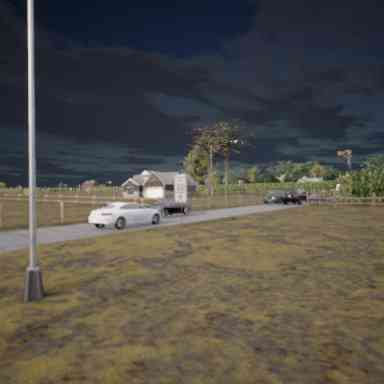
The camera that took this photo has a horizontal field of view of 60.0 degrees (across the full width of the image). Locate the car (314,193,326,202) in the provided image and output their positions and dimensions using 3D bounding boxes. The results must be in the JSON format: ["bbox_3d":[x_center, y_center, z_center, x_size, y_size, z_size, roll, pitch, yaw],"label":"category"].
[{"bbox_3d":[19.814,0.866,52.740,2.033,1.411,5.357,-2,0,35],"label":"car"}]

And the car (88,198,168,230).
[{"bbox_3d":[-3.734,1.283,19.137,1.812,1.442,4.674,-2,0,35],"label":"car"}]

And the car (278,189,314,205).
[{"bbox_3d":[13.927,0.656,44.273,2.150,2.045,5.566,-2,0,36],"label":"car"}]

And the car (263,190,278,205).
[{"bbox_3d":[11.827,0.729,46.211,2.150,2.045,5.566,-2,-1,36],"label":"car"}]

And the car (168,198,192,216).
[{"bbox_3d":[-1.940,1.251,26.664,2.128,1.511,4.902,-2,0,35],"label":"car"}]
